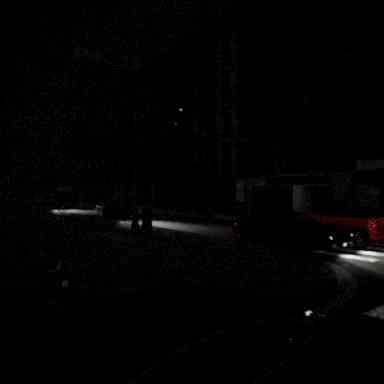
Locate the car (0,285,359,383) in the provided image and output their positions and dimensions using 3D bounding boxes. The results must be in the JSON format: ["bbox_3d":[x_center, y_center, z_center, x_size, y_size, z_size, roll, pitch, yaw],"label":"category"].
[{"bbox_3d":[-0.464,1.564,2.481,4.313,1.339,1.947,0,0,-35],"label":"car"}]

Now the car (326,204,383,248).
[{"bbox_3d":[6.860,1.337,15.043,2.097,1.767,4.553,-1,0,-24],"label":"car"}]

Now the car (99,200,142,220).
[{"bbox_3d":[-6.038,1.650,28.593,1.895,1.301,4.718,0,0,-35],"label":"car"}]

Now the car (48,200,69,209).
[{"bbox_3d":[-18.657,1.717,46.491,1.895,1.301,4.718,0,0,-35],"label":"car"}]

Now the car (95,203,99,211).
[{"bbox_3d":[-9.898,1.631,39.103,1.994,1.385,4.181,0,0,-35],"label":"car"}]

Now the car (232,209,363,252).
[{"bbox_3d":[4.080,1.548,14.371,2.033,1.411,5.357,0,0,-35],"label":"car"}]
